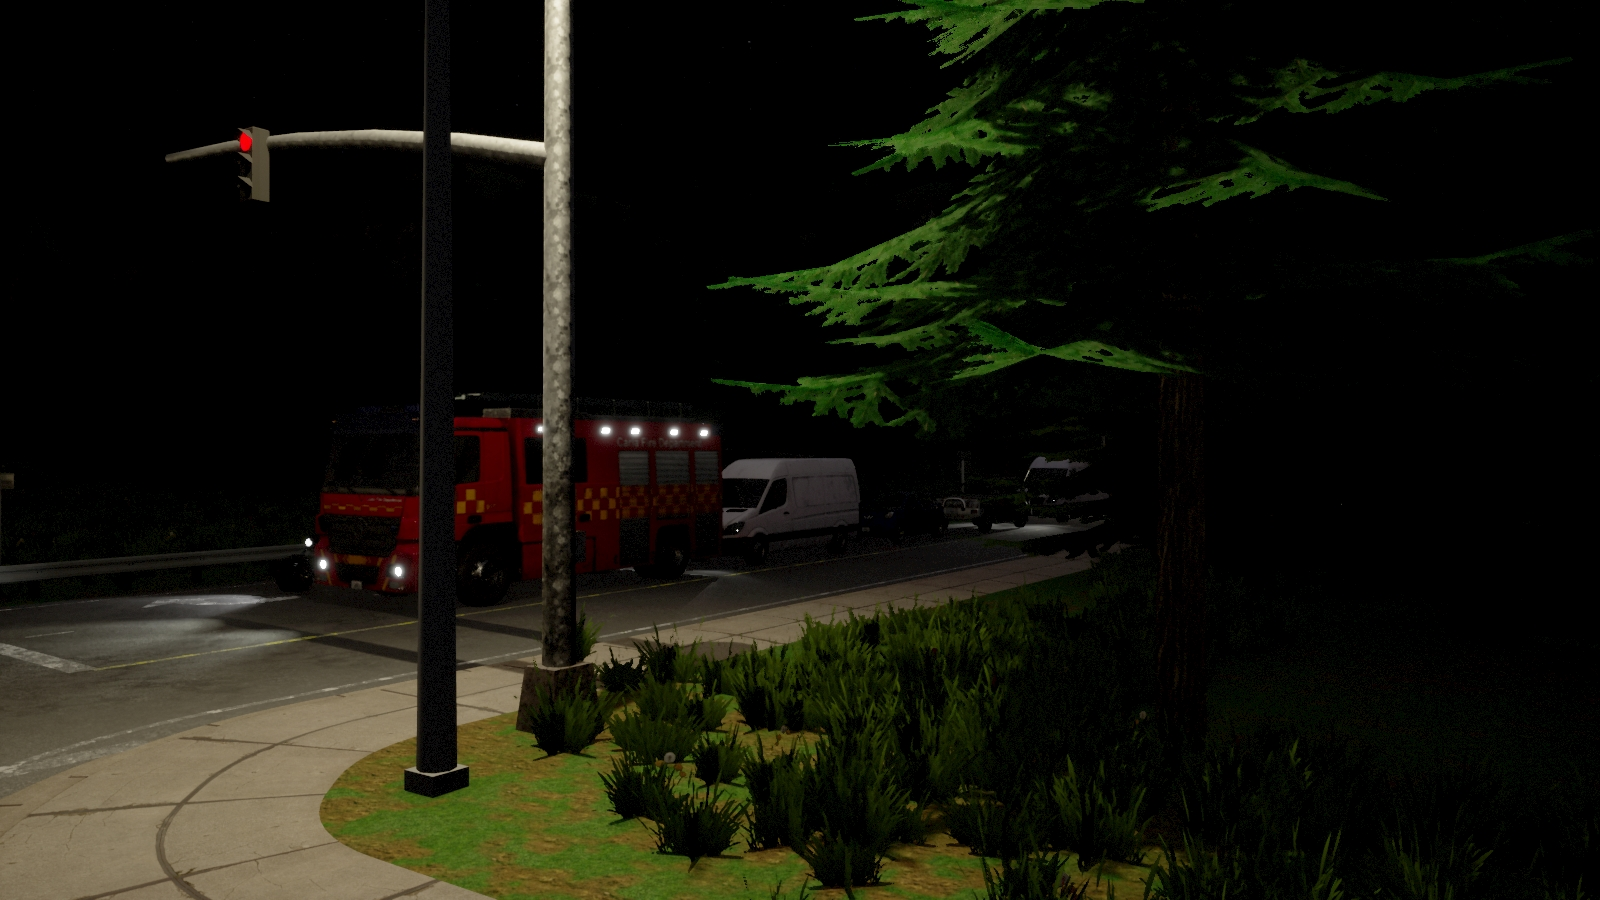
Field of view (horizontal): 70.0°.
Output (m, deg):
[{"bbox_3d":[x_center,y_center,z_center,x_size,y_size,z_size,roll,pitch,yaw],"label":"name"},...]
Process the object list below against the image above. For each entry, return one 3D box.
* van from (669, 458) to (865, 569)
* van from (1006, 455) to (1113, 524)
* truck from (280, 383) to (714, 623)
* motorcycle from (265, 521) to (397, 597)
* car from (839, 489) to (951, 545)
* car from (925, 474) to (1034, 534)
[{"bbox_3d":[-0.690,1.497,29.617,1.988,2.561,5.915,0,0,34],"label":"van"},{"bbox_3d":[10.451,1.497,45.657,1.988,2.561,5.915,0,0,36],"label":"van"},{"bbox_3d":[-5.465,0.854,22.558,2.891,3.827,8.468,0,0,34],"label":"truck"},{"bbox_3d":[-9.299,2.131,22.751,0.764,1.277,2.356,0,0,37],"label":"motorcycle"},{"bbox_3d":[2.957,2.000,34.988,1.845,1.501,3.633,0,0,34],"label":"car"},{"bbox_3d":[6.318,1.826,39.820,1.932,1.855,4.605,0,0,35],"label":"car"}]
